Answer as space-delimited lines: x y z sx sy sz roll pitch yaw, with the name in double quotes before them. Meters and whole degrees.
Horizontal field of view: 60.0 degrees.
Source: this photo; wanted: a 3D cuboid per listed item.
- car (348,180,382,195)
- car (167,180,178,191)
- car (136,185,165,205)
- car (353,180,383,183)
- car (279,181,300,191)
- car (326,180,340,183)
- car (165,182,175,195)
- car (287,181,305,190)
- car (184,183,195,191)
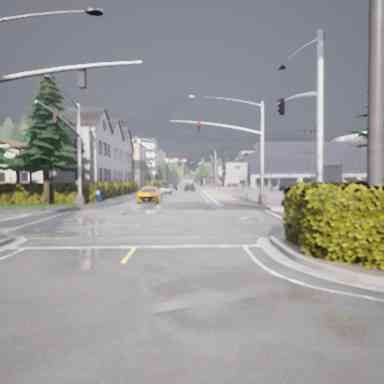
"car" 22.097 -0.646 42.638 1.932 1.855 4.605 -1 2 -1
"car" -3.935 -1.337 63.816 2.150 2.045 5.566 0 2 0
"car" -3.806 0.259 29.990 1.882 1.535 5.008 0 2 0
"car" 18.884 -0.328 34.746 1.905 1.878 3.866 -1 2 -1
"car" 15.064 -0.780 52.586 2.007 1.523 4.514 -1 2 -1
"car" 25.073 -1.303 60.038 2.152 1.636 5.027 -1 2 -1
"car" -3.905 -0.302 47.350 1.895 1.301 4.718 0 2 0
"car" 18.660 -1.155 59.660 1.970 1.475 3.806 -1 2 -1
"car" -0.402 -0.907 59.143 2.128 1.511 4.902 0 2 0
